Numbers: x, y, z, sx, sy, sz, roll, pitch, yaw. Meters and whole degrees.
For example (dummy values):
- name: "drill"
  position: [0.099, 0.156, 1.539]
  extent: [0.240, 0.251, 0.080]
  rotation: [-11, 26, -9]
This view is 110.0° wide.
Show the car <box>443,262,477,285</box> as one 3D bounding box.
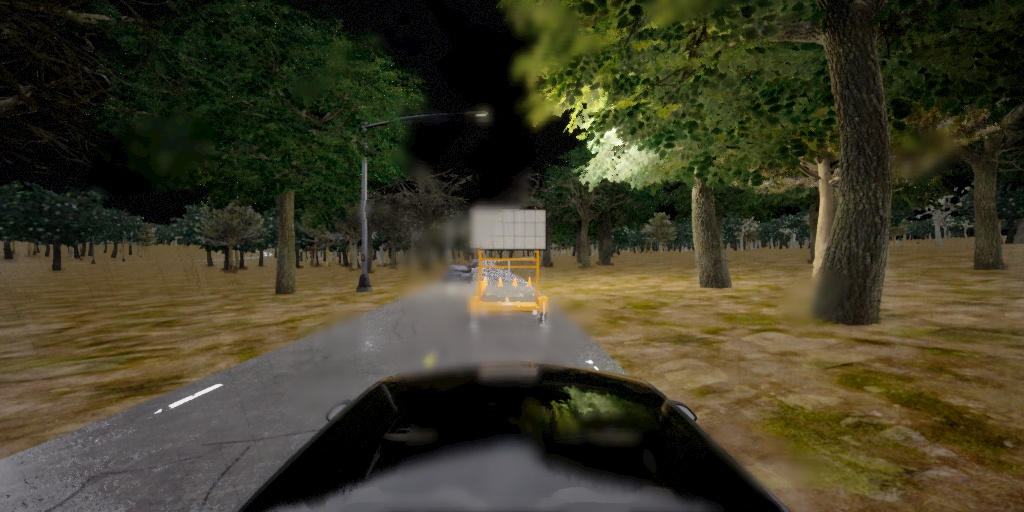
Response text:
- name: "car"
  position: [-3.823, 1.351, 26.366]
  extent: [1.994, 1.385, 4.181]
  rotation: [0, 0, -3]

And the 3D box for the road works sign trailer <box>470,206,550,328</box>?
- name: "road works sign trailer"
  position: [-0.098, 0.225, 11.455]
  extent: [2.380, 3.560, 2.880]
  rotation: [0, 0, -2]
